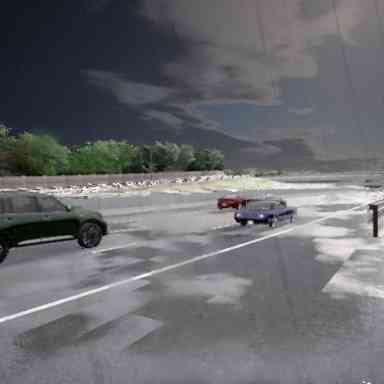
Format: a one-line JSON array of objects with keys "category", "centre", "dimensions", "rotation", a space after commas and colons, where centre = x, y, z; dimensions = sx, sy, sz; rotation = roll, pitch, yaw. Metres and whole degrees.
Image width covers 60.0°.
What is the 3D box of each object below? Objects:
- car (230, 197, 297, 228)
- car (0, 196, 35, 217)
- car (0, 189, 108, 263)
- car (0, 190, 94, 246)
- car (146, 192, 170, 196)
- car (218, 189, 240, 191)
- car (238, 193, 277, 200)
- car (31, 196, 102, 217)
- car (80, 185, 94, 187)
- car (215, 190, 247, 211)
[{"category": "car", "centre": [4.260, 1.177, 18.491], "dimensions": [1.895, 1.301, 4.718], "rotation": [0, 1, 36]}, {"category": "car", "centre": [-15.660, 1.173, 26.996], "dimensions": [2.128, 1.511, 4.902], "rotation": [0, 1, 36]}, {"category": "car", "centre": [-5.447, 1.021, 10.987], "dimensions": [2.150, 2.045, 5.566], "rotation": [0, 1, 36]}, {"category": "car", "centre": [-7.249, 0.992, 14.448], "dimensions": [2.150, 2.045, 5.566], "rotation": [0, 1, 36]}, {"category": "car", "centre": [-4.503, 0.745, 42.300], "dimensions": [1.837, 1.490, 4.892], "rotation": [0, 1, 36]}, {"category": "car", "centre": [4.486, 0.470, 48.692], "dimensions": [2.128, 1.511, 4.902], "rotation": [0, 1, 36]}, {"category": "car", "centre": [5.960, 0.889, 26.603], "dimensions": [2.128, 1.511, 4.902], "rotation": [0, 1, 36]}, {"category": "car", "centre": [-10.490, 1.149, 28.139], "dimensions": [2.033, 1.411, 5.357], "rotation": [0, 1, 36]}, {"category": "car", "centre": [-19.638, -0.587, 61.671], "dimensions": [1.837, 1.490, 4.892], "rotation": [0, 3, 23]}, {"category": "car", "centre": [4.165, 0.833, 30.086], "dimensions": [1.882, 1.535, 5.008], "rotation": [0, 1, 36]}]
